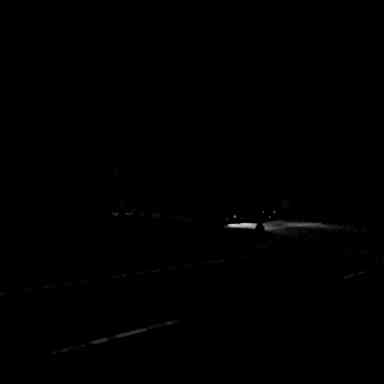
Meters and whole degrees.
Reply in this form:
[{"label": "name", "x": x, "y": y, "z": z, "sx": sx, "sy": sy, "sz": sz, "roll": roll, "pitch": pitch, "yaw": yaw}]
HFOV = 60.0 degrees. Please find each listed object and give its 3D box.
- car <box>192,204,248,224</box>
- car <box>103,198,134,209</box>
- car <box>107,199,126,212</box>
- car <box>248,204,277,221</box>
[{"label": "car", "x": 1.874, "y": 1.619, "z": 25.734, "sx": 1.994, "sy": 1.385, "sz": 4.181, "roll": 0, "pitch": 0, "yaw": -39}, {"label": "car", "x": -10.401, "y": 1.609, "z": 46.815, "sx": 2.033, "sy": 1.411, "sz": 5.357, "roll": 0, "pitch": 0, "yaw": -38}, {"label": "car", "x": -8.356, "y": 1.577, "z": 38.602, "sx": 1.812, "sy": 1.442, "sz": 4.674, "roll": 0, "pitch": 0, "yaw": -38}, {"label": "car", "x": 4.678, "y": 1.668, "z": 27.833, "sx": 1.895, "sy": 1.301, "sz": 4.718, "roll": 0, "pitch": 0, "yaw": -41}]
